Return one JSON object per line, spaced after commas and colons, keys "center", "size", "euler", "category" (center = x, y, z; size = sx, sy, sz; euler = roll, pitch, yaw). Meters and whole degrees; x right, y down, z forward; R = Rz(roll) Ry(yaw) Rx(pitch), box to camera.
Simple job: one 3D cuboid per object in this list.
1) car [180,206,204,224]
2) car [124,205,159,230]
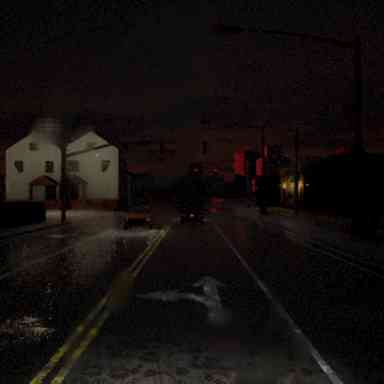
{"center": [0.005, 1.859, 27.497], "size": [2.033, 1.411, 5.357], "euler": [0, -1, 0], "category": "car"}
{"center": [-3.528, 1.747, 23.781], "size": [1.882, 1.535, 5.008], "euler": [0, -1, 0], "category": "car"}
